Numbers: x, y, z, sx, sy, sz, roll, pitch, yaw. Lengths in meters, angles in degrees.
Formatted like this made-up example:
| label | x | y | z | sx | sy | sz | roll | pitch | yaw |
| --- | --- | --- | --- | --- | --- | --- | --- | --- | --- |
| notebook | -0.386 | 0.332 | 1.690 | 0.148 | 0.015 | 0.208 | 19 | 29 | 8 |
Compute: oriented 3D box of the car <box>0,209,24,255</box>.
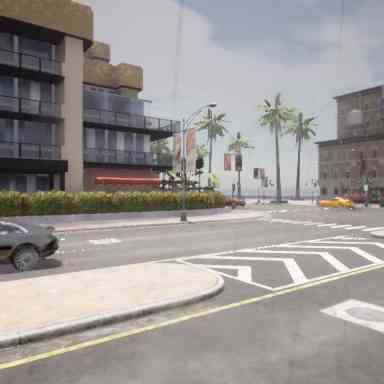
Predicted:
| label | x | y | z | sx | sy | sz | roll | pitch | yaw |
| --- | --- | --- | --- | --- | --- | --- | --- | --- | --- |
| car | -8.861 | 1.492 | 11.800 | 4.902 | 1.511 | 2.128 | 0 | 0 | -35 |

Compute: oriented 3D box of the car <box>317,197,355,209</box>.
| label | x | y | z | sx | sy | sz | roll | pitch | yaw |
| --- | --- | --- | --- | --- | --- | --- | --- | --- | --- |
| car | 19.292 | 1.477 | 44.896 | 1.882 | 1.535 | 5.008 | 0 | 0 | -35 |

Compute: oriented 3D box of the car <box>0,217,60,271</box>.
| label | x | y | z | sx | sy | sz | roll | pitch | yaw |
| --- | --- | --- | --- | --- | --- | --- | --- | --- | --- |
| car | -6.323 | 1.491 | 9.307 | 4.902 | 1.511 | 2.128 | 0 | 0 | -35 |

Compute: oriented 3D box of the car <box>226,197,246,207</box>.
| label | x | y | z | sx | sy | sz | roll | pitch | yaw |
| --- | --- | --- | --- | --- | --- | --- | --- | --- | --- |
| car | 6.106 | 1.478 | 51.220 | 1.882 | 1.535 | 5.008 | 0 | 0 | -35 |

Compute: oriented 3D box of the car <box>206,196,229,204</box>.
| label | x | y | z | sx | sy | sz | roll | pitch | yaw |
| --- | --- | --- | --- | --- | --- | --- | --- | --- | --- |
| car | 5.013 | 1.505 | 65.347 | 1.837 | 1.490 | 4.892 | 0 | 0 | -35 |
